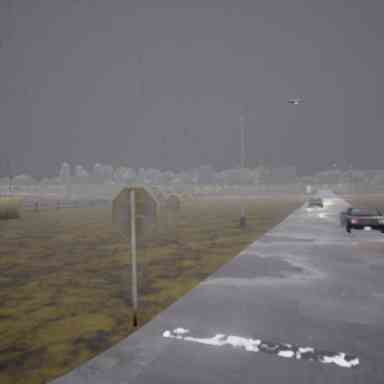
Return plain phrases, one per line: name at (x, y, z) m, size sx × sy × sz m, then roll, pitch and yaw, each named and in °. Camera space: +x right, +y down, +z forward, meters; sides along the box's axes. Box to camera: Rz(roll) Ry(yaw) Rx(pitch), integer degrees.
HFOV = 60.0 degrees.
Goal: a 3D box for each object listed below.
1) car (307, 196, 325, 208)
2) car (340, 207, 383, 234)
car at (15.751, 1.265, 42.207) m, size 2.033 × 1.411 × 5.357 m, roll -1°, pitch 0°, yaw 22°
car at (9.377, 1.470, 18.436) m, size 1.895 × 1.301 × 4.718 m, roll -1°, pitch 0°, yaw 19°
